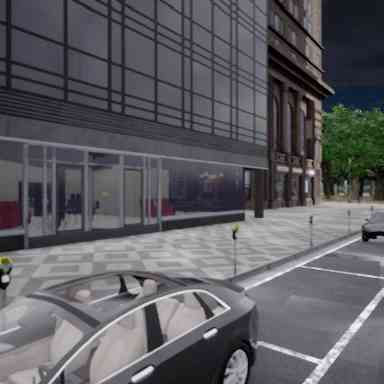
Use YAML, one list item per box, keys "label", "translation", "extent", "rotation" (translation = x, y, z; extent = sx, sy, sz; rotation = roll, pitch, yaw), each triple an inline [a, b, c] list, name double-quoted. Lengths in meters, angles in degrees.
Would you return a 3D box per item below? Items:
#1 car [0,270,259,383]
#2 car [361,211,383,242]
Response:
- label: "car"
  translation: [-0.950, 1.552, 3.035]
  extent: [2.008, 1.369, 4.403]
  rotation: [0, 0, 39]
- label: "car"
  translation: [9.349, 1.564, 15.685]
  extent: [1.947, 1.339, 4.313]
  rotation: [0, 0, 39]
